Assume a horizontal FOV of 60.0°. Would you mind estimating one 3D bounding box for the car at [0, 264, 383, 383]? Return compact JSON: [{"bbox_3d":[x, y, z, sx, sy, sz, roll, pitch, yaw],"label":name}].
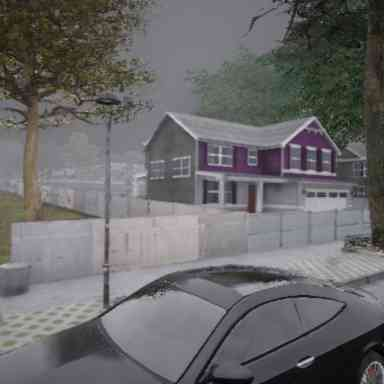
[{"bbox_3d":[0.191,1.537,3.224,4.674,1.442,1.812,0,0,-35],"label":"car"}]
